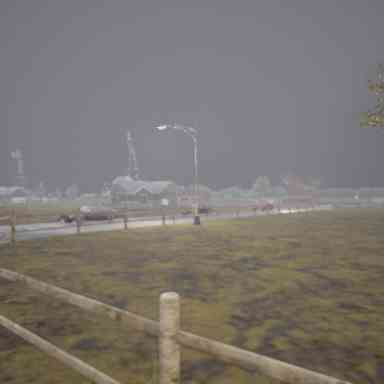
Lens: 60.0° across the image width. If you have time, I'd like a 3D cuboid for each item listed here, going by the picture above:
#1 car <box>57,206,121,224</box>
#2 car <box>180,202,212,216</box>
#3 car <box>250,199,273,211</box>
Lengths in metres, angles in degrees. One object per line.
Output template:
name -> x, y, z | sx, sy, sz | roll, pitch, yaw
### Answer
car -> -8.342, 1.828, 27.529 | 2.033, 1.411, 5.357 | -2, -2, 36
car -> 0.507, 2.039, 39.880 | 1.837, 1.490, 4.892 | -2, -2, 36
car -> 11.627, 2.186, 55.252 | 2.150, 2.045, 5.566 | -2, -2, 36
